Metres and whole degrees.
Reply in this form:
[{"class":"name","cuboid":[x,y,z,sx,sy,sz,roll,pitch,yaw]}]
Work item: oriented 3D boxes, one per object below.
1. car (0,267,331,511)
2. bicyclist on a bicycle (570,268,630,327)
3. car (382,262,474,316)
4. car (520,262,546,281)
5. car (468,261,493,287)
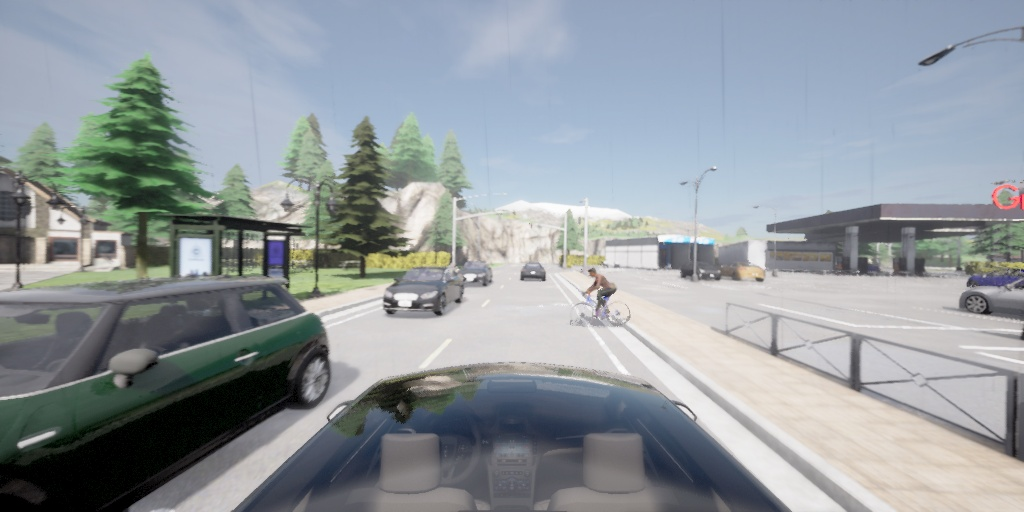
[{"class":"car","cuboid":[-3.605,1.027,3.010,2.097,1.767,4.553,1,0,3]},{"class":"bicyclist on a bicycle","cuboid":[2.402,1.140,9.863,1.656,1.620,0.582,-3,0,4]},{"class":"car","cuboid":[-2.988,1.127,12.993,2.128,1.511,4.902,1,0,4]},{"class":"car","cuboid":[1.678,1.203,28.600,1.994,1.385,4.181,1,0,3]},{"class":"car","cuboid":[-2.343,1.085,23.399,2.128,1.511,4.902,1,0,2]}]
